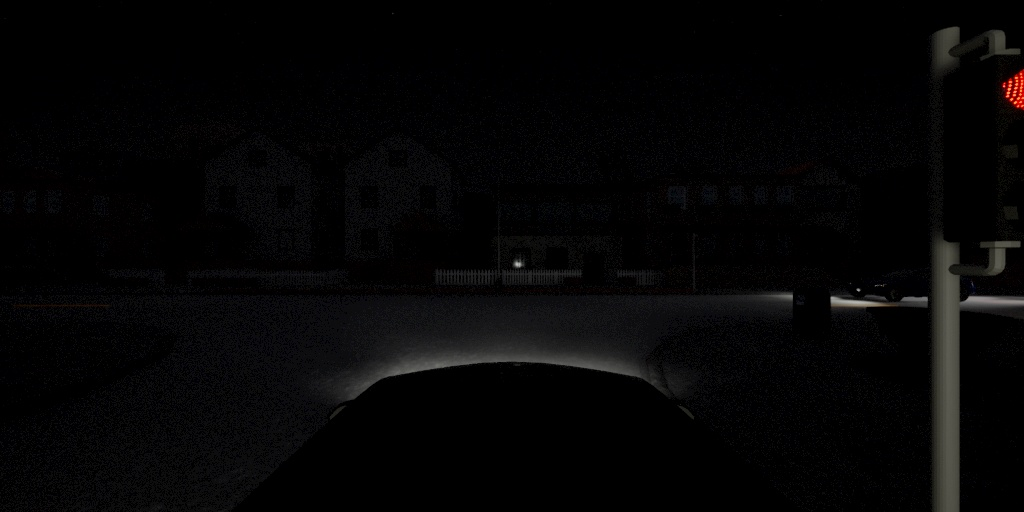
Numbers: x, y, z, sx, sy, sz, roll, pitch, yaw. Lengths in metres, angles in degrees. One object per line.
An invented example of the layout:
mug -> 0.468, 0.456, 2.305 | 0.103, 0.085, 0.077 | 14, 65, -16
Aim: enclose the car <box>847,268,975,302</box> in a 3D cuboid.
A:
car -> 18.190, 1.273, 16.419 | 4.674, 1.442, 1.812 | 0, 0, 0
